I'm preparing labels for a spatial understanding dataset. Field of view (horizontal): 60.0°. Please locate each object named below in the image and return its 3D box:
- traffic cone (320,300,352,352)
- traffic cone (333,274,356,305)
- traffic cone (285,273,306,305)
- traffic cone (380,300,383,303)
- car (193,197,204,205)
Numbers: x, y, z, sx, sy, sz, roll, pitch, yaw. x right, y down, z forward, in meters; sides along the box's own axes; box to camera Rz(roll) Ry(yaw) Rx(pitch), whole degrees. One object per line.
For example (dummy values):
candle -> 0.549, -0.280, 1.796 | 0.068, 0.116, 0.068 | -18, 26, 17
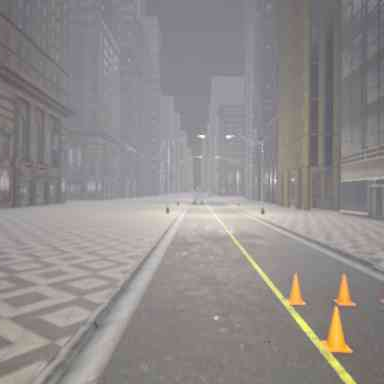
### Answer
traffic cone -> 2.122, 1.984, 4.902 | 0.340, 0.580, 0.340 | 1, 0, 1
traffic cone -> 3.149, 1.997, 6.888 | 0.340, 0.580, 0.340 | 1, 0, 1
traffic cone -> 2.149, 1.988, 6.902 | 0.340, 0.580, 0.340 | 1, 0, 1
traffic cone -> 4.148, 2.007, 6.875 | 0.340, 0.580, 0.340 | 1, 0, 1
car -> 1.101, 1.574, 58.261 | 1.812, 1.442, 4.674 | 1, 0, 1
